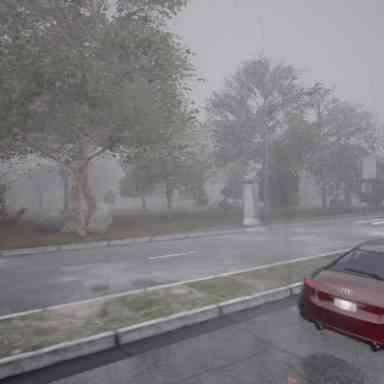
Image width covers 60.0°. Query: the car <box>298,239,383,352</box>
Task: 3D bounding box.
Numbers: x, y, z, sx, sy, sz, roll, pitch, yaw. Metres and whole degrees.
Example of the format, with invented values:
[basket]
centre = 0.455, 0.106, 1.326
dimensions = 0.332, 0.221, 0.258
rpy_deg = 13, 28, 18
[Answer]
[car]
centre = 3.784, 1.546, 5.834
dimensions = 4.181, 1.385, 1.994
rpy_deg = 0, 0, -36
